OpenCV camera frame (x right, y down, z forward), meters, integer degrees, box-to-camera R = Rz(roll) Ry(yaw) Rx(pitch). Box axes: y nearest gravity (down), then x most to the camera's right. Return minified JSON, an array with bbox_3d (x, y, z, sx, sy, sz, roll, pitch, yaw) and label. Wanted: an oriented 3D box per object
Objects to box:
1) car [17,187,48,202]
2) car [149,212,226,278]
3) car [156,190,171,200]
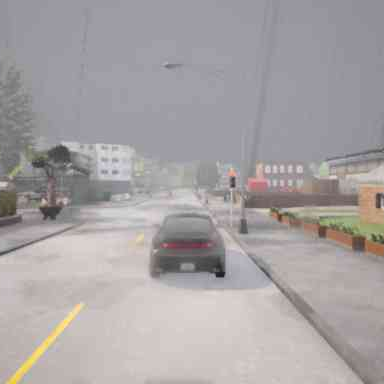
[{"bbox_3d":[-20.547,0.283,43.109,1.905,1.878,3.866,1,1,34],"label":"car"},{"bbox_3d":[-0.119,1.346,9.636,1.837,1.490,4.892,0,1,-1],"label":"car"},{"bbox_3d":[-5.109,0.582,58.281,1.812,1.442,4.674,0,1,-1],"label":"car"}]
